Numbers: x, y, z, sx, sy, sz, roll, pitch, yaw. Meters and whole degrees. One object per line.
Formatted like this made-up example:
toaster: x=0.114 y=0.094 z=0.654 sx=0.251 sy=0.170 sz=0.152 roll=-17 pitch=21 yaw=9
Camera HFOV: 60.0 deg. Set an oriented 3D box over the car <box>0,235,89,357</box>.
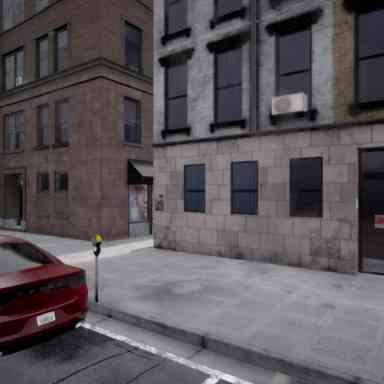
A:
car: x=-3.896 y=1.478 z=5.723 sx=5.008 sy=1.535 sz=1.882 roll=0 pitch=0 yaw=35
